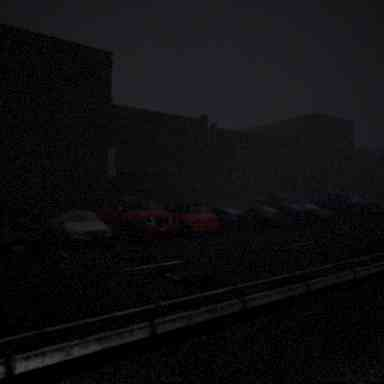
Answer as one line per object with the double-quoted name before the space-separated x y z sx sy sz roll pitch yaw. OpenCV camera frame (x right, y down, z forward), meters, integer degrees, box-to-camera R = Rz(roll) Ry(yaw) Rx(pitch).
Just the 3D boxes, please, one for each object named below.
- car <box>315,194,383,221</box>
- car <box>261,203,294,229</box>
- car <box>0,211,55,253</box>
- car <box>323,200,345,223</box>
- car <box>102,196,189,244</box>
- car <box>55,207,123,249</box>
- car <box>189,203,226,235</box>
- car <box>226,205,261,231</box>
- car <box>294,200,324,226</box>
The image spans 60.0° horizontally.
"car" 12.858 1.228 27.808 2.435 2.045 5.566 0 0 -36
"car" 3.869 1.531 21.418 2.002 1.452 4.674 0 0 -36
"car" -7.336 1.541 13.380 2.163 1.488 4.792 0 0 -36
"car" 8.353 1.523 24.628 2.002 1.452 4.674 0 0 -36
"car" -2.848 1.254 16.587 2.435 2.045 5.566 0 0 -36
"car" -5.110 1.549 15.009 2.002 1.452 4.674 0 0 -36
"car" -0.603 1.376 18.188 2.185 1.767 4.553 0 0 -36
"car" 1.519 1.537 19.739 2.002 1.452 4.674 0 0 -36
"car" 6.114 1.487 23.018 2.097 1.535 5.008 0 0 -36
